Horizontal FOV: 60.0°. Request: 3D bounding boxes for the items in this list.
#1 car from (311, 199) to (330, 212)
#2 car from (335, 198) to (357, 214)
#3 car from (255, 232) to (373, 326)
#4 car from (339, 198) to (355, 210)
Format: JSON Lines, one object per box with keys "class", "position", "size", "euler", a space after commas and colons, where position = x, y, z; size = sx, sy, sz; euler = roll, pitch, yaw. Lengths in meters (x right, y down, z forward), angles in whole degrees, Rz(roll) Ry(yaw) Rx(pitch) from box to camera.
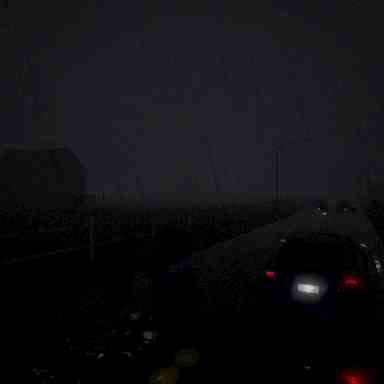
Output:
{"class": "car", "position": [15.609, 1.559, 40.206], "size": [2.033, 1.411, 5.357], "euler": [0, 0, 26]}
{"class": "car", "position": [16.192, 1.537, 34.966], "size": [1.812, 1.442, 4.674], "euler": [0, 0, 26]}
{"class": "car", "position": [2.793, 1.567, 7.305], "size": [1.994, 1.385, 4.181], "euler": [0, 0, 26]}
{"class": "car", "position": [20.635, 1.533, 44.296], "size": [1.812, 1.442, 4.674], "euler": [0, 0, 26]}
